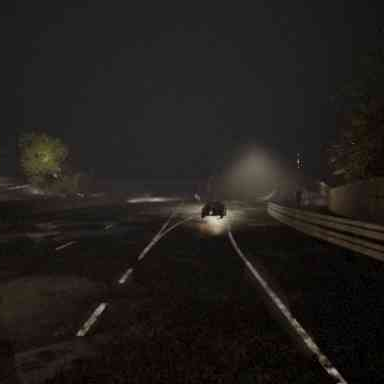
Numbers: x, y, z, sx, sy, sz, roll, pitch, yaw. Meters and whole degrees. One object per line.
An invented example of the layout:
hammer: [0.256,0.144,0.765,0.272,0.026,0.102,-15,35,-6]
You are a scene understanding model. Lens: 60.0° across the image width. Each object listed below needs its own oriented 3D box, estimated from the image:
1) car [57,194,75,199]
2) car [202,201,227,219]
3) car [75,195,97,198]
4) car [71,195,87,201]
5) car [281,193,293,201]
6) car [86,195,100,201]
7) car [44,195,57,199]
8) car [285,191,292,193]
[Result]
car: [-24.502,1.249,66.191,2.097,1.767,4.553,0,0,0]
car: [2.010,1.525,29.319,1.812,1.442,4.674,1,0,11]
car: [-21.002,1.418,66.161,1.812,1.442,4.674,0,0,0]
car: [-28.002,1.421,82.410,2.033,1.411,5.357,0,0,0]
car: [22.836,1.676,81.048,1.837,1.490,4.892,0,3,20]
car: [-24.502,1.476,82.381,1.895,1.301,4.718,0,0,0]
car: [-28.002,1.418,66.161,1.812,1.442,4.674,0,0,0]
car: [26.323,0.785,90.501,2.150,2.045,5.566,0,4,19]
